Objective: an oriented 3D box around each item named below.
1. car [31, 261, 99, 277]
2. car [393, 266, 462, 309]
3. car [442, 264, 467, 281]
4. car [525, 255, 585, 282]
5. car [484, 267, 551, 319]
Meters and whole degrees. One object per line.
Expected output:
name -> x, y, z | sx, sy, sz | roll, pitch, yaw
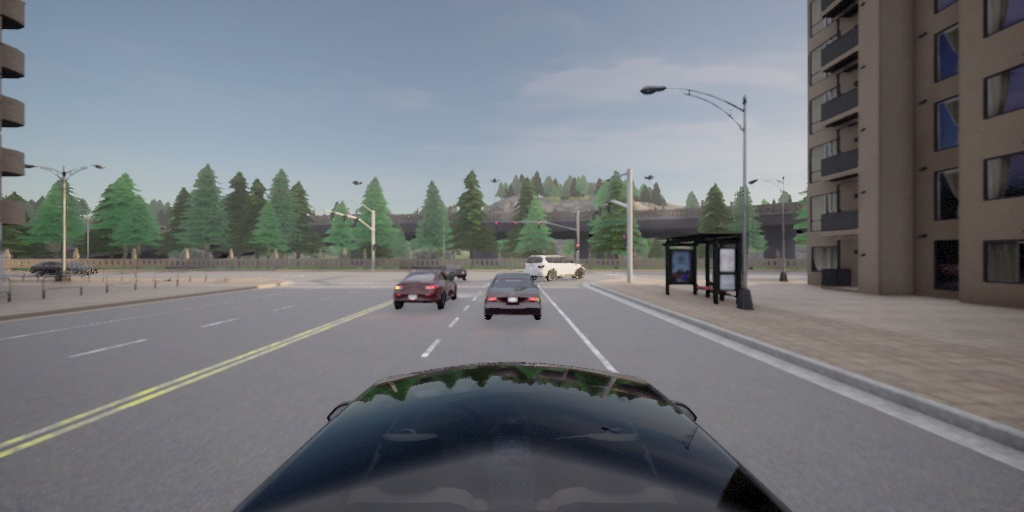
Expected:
car -> -43.263, 1.206, 34.732 | 4.892, 1.490, 1.837 | 0, 0, -3
car -> -3.440, 1.279, 14.787 | 1.812, 1.442, 4.674 | 0, 0, 0
car -> -5.056, 1.340, 29.772 | 1.895, 1.301, 4.718 | 0, 0, -17
car -> 3.486, 0.959, 28.920 | 5.566, 2.045, 2.150 | -1, -1, -41
car -> 0.042, 1.300, 12.778 | 2.033, 1.411, 5.357 | 0, 0, 1
